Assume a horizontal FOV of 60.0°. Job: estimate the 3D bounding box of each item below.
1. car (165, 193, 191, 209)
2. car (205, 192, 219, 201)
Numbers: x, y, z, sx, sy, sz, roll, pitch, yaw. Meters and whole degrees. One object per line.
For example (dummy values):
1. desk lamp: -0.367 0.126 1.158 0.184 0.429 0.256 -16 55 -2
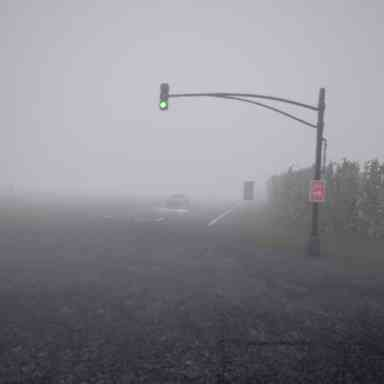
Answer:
1. car: -1.373 0.890 35.004 1.837 1.490 4.892 3 1 11
2. car: 3.660 0.762 59.587 2.033 1.411 5.357 3 1 12
